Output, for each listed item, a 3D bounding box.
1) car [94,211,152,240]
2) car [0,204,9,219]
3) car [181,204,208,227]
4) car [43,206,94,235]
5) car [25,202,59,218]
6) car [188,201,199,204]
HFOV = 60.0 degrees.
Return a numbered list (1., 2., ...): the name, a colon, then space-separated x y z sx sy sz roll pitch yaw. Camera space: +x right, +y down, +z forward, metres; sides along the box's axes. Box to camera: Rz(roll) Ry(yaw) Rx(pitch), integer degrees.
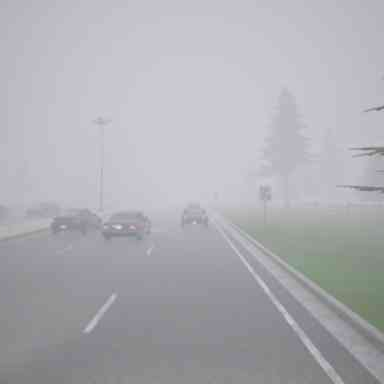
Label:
1. car: -3.344 1.710 17.877 2.033 1.411 5.357 0 -1 0
2. car: -18.502 1.758 29.889 2.128 1.511 4.902 0 -1 0
3. car: 0.180 1.827 24.838 1.895 1.301 4.718 0 -1 0
4. car: -6.834 1.706 19.944 1.812 1.442 4.674 0 -1 0
5. car: -14.991 1.780 33.776 1.882 1.535 5.008 0 -1 0
6. car: 0.204 1.890 42.295 1.837 1.490 4.892 0 0 0
